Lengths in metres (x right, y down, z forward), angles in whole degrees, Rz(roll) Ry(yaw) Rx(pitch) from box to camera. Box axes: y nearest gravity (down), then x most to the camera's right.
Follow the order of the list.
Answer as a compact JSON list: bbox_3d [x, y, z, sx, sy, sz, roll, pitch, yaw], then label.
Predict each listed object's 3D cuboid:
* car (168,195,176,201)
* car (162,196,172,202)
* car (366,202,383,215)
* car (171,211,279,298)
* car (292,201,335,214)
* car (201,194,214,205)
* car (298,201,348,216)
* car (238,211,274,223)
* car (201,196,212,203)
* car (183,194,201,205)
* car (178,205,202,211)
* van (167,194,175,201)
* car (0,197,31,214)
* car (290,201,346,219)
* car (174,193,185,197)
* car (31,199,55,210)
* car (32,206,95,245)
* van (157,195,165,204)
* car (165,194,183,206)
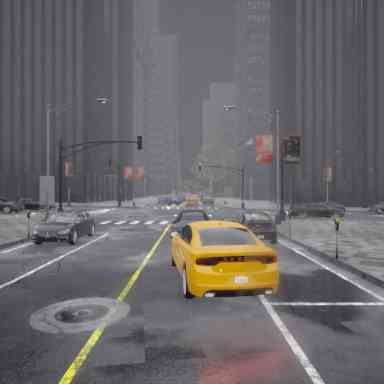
[{"bbox_3d":[-5.362,1.584,90.769,1.887,1.381,4.507,0,0,0],"label":"car"},{"bbox_3d":[-5.495,1.595,74.232,1.947,1.339,4.313,0,0,0],"label":"car"},{"bbox_3d":[24.078,1.983,40.804,4.902,1.511,2.128,1,0,0],"label":"car"},{"bbox_3d":[0.544,1.479,8.630,1.882,1.535,5.008,0,0,-9],"label":"car"},{"bbox_3d":[14.867,1.844,40.836,4.674,1.442,1.812,1,0,2],"label":"car"},{"bbox_3d":[2.896,1.570,57.628,2.008,1.369,4.403,0,0,0],"label":"car"},{"bbox_3d":[14.720,1.814,37.575,4.892,1.490,1.837,1,0,1],"label":"car"},{"bbox_3d":[2.749,1.553,15.445,2.008,1.369,4.403,0,0,0],"label":"car"},{"bbox_3d":[2.985,1.576,68.653,2.008,1.369,4.403,0,0,0],"label":"car"},{"bbox_3d":[0.070,1.494,53.448,1.882,1.535,5.008,0,0,2],"label":"car"},{"bbox_3d":[0.036,1.566,16.133,1.994,1.385,4.181,0,0,0],"label":"car"},{"bbox_3d":[-5.406,1.377,85.257,1.690,1.788,3.998,0,0,0],"label":"van"},{"bbox_3d":[-18.139,1.208,30.953,4.892,1.490,1.837,1,0,0],"label":"car"},{"bbox_3d":[11.529,1.745,30.885,4.892,1.490,1.837,1,0,0],"label":"car"},{"bbox_3d":[-2.852,1.515,64.859,2.128,1.511,4.902,0,0,1],"label":"car"},{"bbox_3d":[-16.575,1.338,34.209,4.718,1.301,1.895,1,0,0],"label":"car"},{"bbox_3d":[-5.776,1.553,15.439,2.008,1.369,4.403,0,0,0],"label":"car"},{"bbox_3d":[-5.584,1.364,63.207,1.690,1.788,3.998,0,0,0],"label":"van"},{"bbox_3d":[-2.955,1.496,55.284,1.882,1.535,5.008,0,0,1],"label":"car"}]
